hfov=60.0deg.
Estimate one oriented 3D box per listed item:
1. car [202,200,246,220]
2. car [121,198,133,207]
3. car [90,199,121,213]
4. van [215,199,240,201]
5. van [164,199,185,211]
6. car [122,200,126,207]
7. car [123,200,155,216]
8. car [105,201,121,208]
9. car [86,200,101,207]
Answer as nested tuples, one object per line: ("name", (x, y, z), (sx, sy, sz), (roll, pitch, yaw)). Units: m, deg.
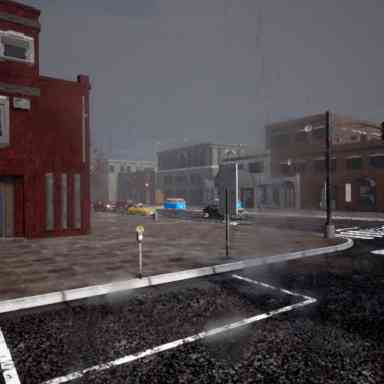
("car", (2.932, 1.837, 31.392), (1.837, 1.490, 4.892), (-1, 0, -36))
("car", (-12.640, 2.084, 62.530), (2.192, 1.841, 5.009), (-2, 0, -36))
("car", (-12.735, 2.000, 48.501), (2.192, 1.841, 5.009), (-2, 0, -36))
("van", (4.040, 1.707, 39.672), (1.690, 1.788, 3.998), (-2, 0, -36))
("van", (-2.631, 1.868, 48.814), (1.690, 1.788, 3.998), (-2, 0, -36))
("car", (-7.518, 2.150, 45.751), (1.994, 1.385, 4.181), (-1, -1, -36))
("car", (-5.958, 2.047, 39.221), (1.752, 1.417, 4.829), (-2, 0, -36))
("car", (-15.968, 2.432, 67.102), (1.802, 1.307, 4.206), (-2, 0, -36))
("car", (-22.640, 2.594, 76.246), (1.802, 1.307, 4.206), (-2, 0, -36))
